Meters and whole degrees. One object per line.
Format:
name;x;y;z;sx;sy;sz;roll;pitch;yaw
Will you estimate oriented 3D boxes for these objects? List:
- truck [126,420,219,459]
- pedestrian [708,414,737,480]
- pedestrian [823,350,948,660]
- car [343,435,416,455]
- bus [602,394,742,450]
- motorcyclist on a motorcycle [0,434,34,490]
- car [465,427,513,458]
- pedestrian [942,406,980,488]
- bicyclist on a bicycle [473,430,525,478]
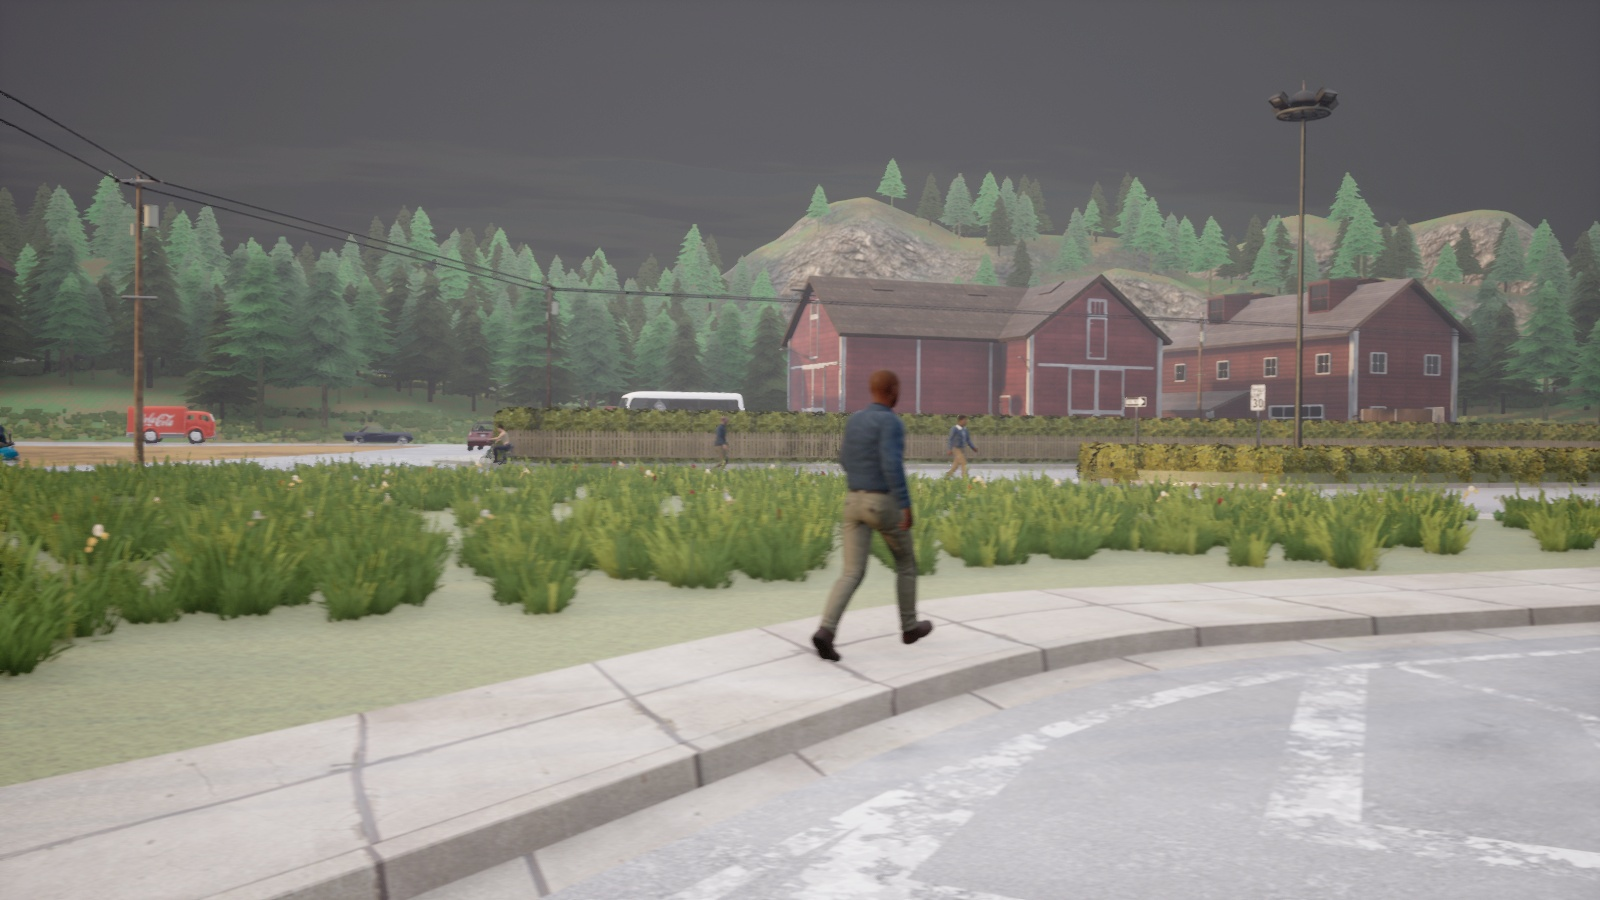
truck;-41.571;-0.734;83.374;5.204;2.467;2.627;-1;1;-20
pedestrian;-2.161;-0.092;35.144;0.726;1.842;0.402;-1;1;5
pedestrian;0.540;0.321;7.825;0.726;1.835;0.370;-2;1;-45
car;-29.377;-0.350;87.746;4.718;1.301;1.895;-1;1;-20
bus;-10.034;-2.202;98.371;10.273;4.253;3.944;-1;1;-20
motorcyclist on a motorcycle;-23.207;0.347;36.174;0.866;1.590;1.817;0;1;14
car;-17.169;-0.454;69.540;1.851;1.617;3.988;-1;1;-3
pedestrian;3.870;-0.076;30.277;0.788;1.949;0.423;0;1;41
bicyclist on a bicycle;-10.391;0.140;43.326;1.509;1.612;0.866;-1;0;8
